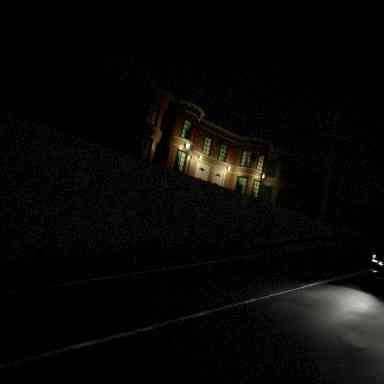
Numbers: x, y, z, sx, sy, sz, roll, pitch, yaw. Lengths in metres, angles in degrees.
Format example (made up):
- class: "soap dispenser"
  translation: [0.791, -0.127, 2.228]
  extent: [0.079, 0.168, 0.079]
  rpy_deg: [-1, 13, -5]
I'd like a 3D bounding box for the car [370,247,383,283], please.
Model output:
- class: "car"
  translation: [6.528, 1.591, 8.626]
  extent: [4.892, 1.490, 1.837]
  rpy_deg: [1, 0, -35]
